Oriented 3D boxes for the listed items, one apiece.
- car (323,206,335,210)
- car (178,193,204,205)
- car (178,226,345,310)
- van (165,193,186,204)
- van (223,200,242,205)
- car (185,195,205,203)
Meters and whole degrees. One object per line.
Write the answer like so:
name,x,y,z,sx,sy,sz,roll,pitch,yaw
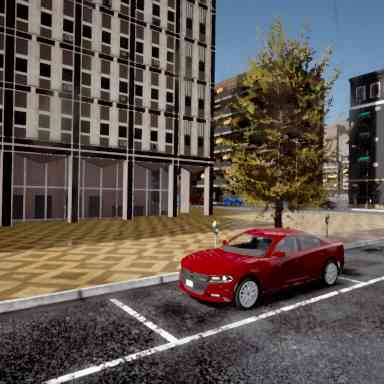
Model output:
car,17.016,1.585,44.123,1.947,1.339,4.313,2,-1,-36
car,0.343,1.130,52.923,2.192,1.841,5.009,2,-1,-36
car,1.780,1.547,7.834,4.507,1.381,1.887,0,1,-36
van,-2.952,1.141,57.489,1.690,1.788,3.998,2,-1,-36
van,7.137,1.314,57.825,1.690,1.788,3.998,2,-1,-36
car,0.546,1.385,66.958,1.967,1.590,4.097,1,-1,-36
